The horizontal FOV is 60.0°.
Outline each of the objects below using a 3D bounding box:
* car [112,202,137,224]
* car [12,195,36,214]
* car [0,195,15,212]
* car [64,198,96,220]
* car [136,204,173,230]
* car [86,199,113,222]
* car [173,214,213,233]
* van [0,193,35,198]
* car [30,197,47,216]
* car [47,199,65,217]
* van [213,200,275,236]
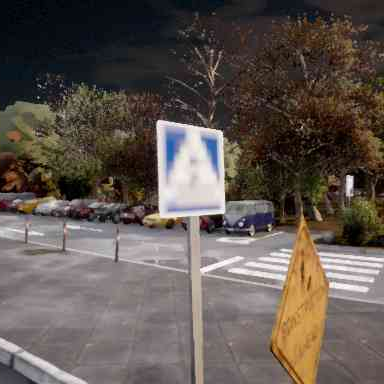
[{"bbox_3d":[-3.277,1.632,25.113,2.163,1.488,4.792,1,1,35],"label":"car"},{"bbox_3d":[-14.603,1.389,33.127,2.097,1.535,5.008,1,1,35],"label":"car"},{"bbox_3d":[-16.865,1.388,34.738,2.002,1.452,4.674,1,1,35],"label":"car"},{"bbox_3d":[-7.812,1.516,28.310,2.097,1.535,5.008,1,1,35],"label":"car"},{"bbox_3d":[-1.140,1.643,23.330,1.946,1.575,5.366,1,1,35],"label":"car"},{"bbox_3d":[-5.557,1.561,26.692,2.231,1.521,4.892,1,1,35],"label":"car"},{"bbox_3d":[1.247,1.719,21.896,2.163,1.488,4.792,1,1,35],"label":"car"},{"bbox_3d":[-19.054,1.080,36.441,1.878,1.987,4.442,1,1,35],"label":"van"},{"bbox_3d":[-12.340,1.472,31.521,2.002,1.452,4.674,1,1,35],"label":"car"},{"bbox_3d":[-10.057,1.348,29.938,2.185,1.767,4.553,1,1,35],"label":"car"},{"bbox_3d":[3.425,1.507,20.167,1.878,1.987,4.442,1,1,35],"label":"van"}]
